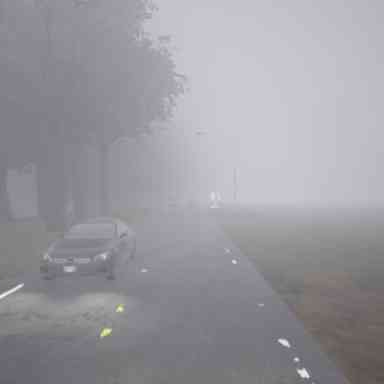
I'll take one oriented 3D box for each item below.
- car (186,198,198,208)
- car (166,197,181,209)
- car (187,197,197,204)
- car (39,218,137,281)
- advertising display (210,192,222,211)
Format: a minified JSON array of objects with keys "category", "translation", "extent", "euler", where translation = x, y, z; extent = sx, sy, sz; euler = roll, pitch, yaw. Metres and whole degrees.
[{"category":"car","translation":[0.010,1.842,54.988],"extent":[2.033,1.411,5.357],"euler":[0,-1,1]},{"category":"car","translation":[-2.828,1.614,51.420],"extent":[2.097,1.767,4.553],"euler":[0,-1,0]},{"category":"car","translation":[-0.005,1.884,72.247],"extent":[1.994,1.385,4.181],"euler":[0,-1,0]},{"category":"car","translation":[-2.851,1.549,10.089],"extent":[1.812,1.442,4.674],"euler":[0,0,0]},{"category":"advertising display","translation":[3.136,1.223,43.756],"extent":[1.540,2.440,0.280],"euler":[1,0,0]}]
